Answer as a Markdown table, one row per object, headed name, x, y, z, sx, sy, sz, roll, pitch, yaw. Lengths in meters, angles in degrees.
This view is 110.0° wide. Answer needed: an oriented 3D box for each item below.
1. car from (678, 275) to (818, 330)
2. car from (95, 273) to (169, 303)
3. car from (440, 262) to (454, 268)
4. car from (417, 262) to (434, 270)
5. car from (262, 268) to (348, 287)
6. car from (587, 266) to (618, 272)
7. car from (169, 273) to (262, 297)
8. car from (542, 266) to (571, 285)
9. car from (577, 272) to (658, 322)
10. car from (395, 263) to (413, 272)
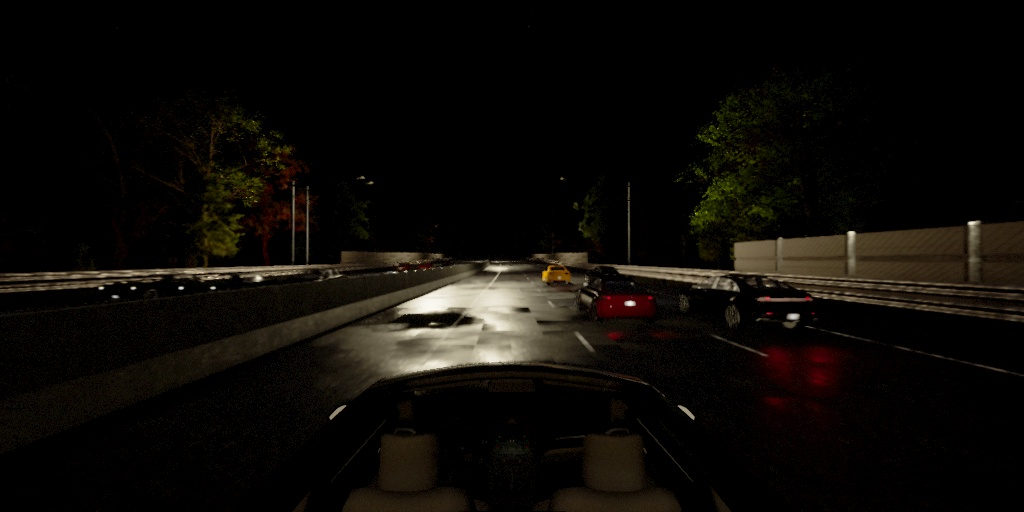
| name | x | y | z | sx | sy | sz | roll | pitch | yaw |
| --- | --- | --- | --- | --- | --- | --- | --- | --- | --- |
| car | 7.098 | 1.348 | 11.470 | 2.128 | 1.511 | 4.902 | 0 | -1 | 0 |
| car | -17.603 | 1.529 | 18.131 | 1.895 | 1.301 | 4.718 | 0 | -1 | 0 |
| car | -10.821 | 1.811 | 60.284 | 1.837 | 1.490 | 4.892 | 0 | 0 | 0 |
| car | -14.314 | 1.784 | 59.447 | 1.882 | 1.535 | 5.008 | 0 | 0 | 0 |
| car | -10.602 | 1.434 | 19.386 | 2.128 | 1.511 | 4.902 | 0 | -1 | 0 |
| car | 7.094 | 1.541 | 28.058 | 1.837 | 1.490 | 4.892 | 0 | -1 | 0 |
| car | -14.101 | 1.530 | 18.194 | 1.895 | 1.301 | 4.718 | 0 | -1 | 0 |
| car | 3.592 | 1.529 | 29.532 | 1.882 | 1.535 | 5.008 | 0 | -1 | 0 |
| car | 3.597 | 1.436 | 12.922 | 1.994 | 1.385 | 4.181 | 0 | -1 | 0 |
| car | -17.808 | 1.831 | 59.326 | 1.812 | 1.442 | 4.674 | 0 | 0 | 0 |
